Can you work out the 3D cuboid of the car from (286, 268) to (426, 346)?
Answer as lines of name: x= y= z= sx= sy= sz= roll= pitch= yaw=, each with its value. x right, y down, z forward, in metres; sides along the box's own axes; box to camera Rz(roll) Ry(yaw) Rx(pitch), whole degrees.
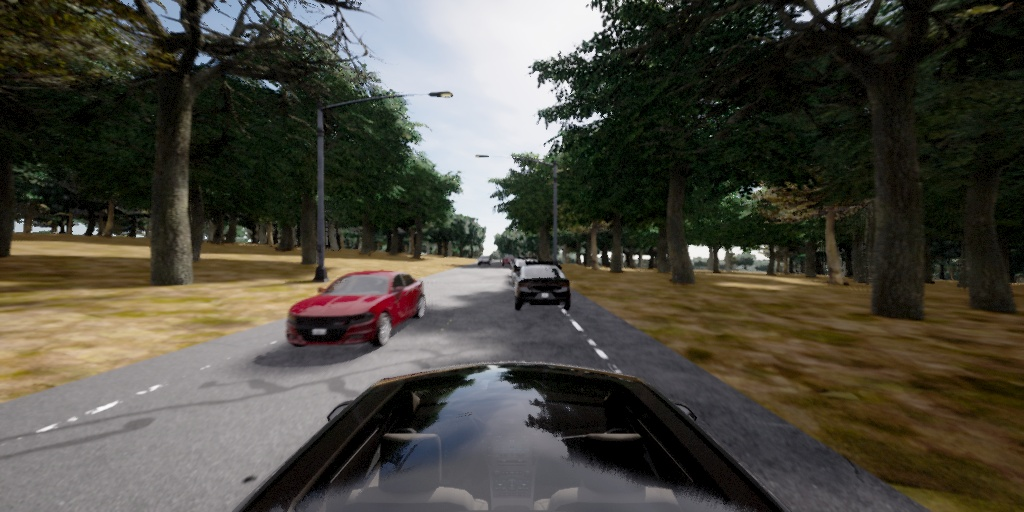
car: x=-3.608 y=1.111 z=9.193 sx=1.882 sy=1.535 sz=5.008 roll=0 pitch=1 yaw=0

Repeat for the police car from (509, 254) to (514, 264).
police car: x=0.958 y=0.855 z=23.873 sx=1.930 sy=1.638 sz=5.238 roll=-1 pitch=1 yaw=0

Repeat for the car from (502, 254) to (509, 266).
car: x=-0.413 y=0.521 z=54.390 sx=2.097 sy=1.767 sz=4.553 roll=0 pitch=0 yaw=-1

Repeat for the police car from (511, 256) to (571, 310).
police car: x=1.027 y=0.991 z=13.861 sx=1.930 sy=1.638 sz=5.238 roll=0 pitch=1 yaw=0

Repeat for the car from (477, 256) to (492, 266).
car: x=-3.977 y=0.689 z=52.115 sx=1.837 sy=1.490 sz=4.892 roll=0 pitch=1 yaw=0
